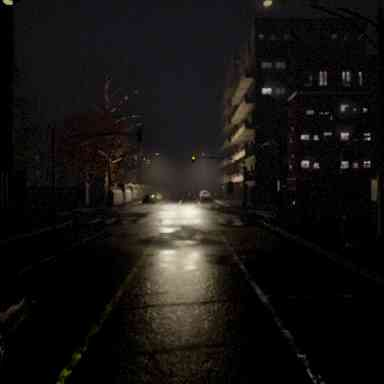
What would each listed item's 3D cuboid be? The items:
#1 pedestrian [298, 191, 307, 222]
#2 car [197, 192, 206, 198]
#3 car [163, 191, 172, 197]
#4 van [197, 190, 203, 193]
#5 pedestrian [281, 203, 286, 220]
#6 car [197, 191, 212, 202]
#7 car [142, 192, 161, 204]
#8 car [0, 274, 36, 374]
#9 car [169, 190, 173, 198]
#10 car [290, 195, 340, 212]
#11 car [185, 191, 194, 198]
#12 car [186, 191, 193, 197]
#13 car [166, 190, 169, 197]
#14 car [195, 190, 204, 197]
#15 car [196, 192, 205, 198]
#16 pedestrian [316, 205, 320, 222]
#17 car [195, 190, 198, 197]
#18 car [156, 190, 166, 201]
[{"bbox_3d":[6.866,0.912,20.385,0.375,1.860,0.375,0,0,0],"label":"pedestrian"},{"bbox_3d":[2.113,0.710,76.031,2.008,1.369,4.403,0,1,0],"label":"car"},{"bbox_3d":[-6.351,0.489,87.225,1.967,1.590,4.097,0,1,0],"label":"car"},{"bbox_3d":[2.243,0.673,59.140,1.690,1.788,3.998,0,1,0],"label":"van"},{"bbox_3d":[5.970,1.264,21.581,0.500,1.100,0.500,0,0,0],"label":"pedestrian"},{"bbox_3d":[2.285,0.936,53.511,1.887,1.381,4.507,0,1,0],"label":"car"},{"bbox_3d":[-6.052,1.019,47.818,1.947,1.339,4.313,0,1,0],"label":"car"},{"bbox_3d":[-3.117,1.517,2.379,2.033,1.411,5.357,0,1,0],"label":"car"},{"bbox_3d":[-6.309,0.544,81.597,1.967,1.590,4.097,0,1,0],"label":"car"},{"bbox_3d":[13.195,1.184,35.643,5.009,1.841,2.192,1,-1,-1],"label":"car"},{"bbox_3d":[-0.583,0.692,76.575,2.033,1.411,5.357,0,1,0],"label":"car"},{"bbox_3d":[-0.661,0.428,86.991,1.837,1.490,4.892,0,1,0],"label":"car"},{"bbox_3d":[-6.180,0.590,64.706,2.192,1.841,5.009,0,1,0],"label":"car"},{"bbox_3d":[2.029,0.363,87.288,2.192,1.841,5.009,0,1,0],"label":"car"},{"bbox_3d":[2.071,0.648,81.660,1.887,1.381,4.507,0,1,0],"label":"car"},{"bbox_3d":[7.975,1.320,20.997,0.500,1.100,0.500,0,0,0],"label":"pedestrian"},{"bbox_3d":[2.157,0.656,70.400,1.967,1.590,4.097,0,1,0],"label":"car"},{"bbox_3d":[-6.136,0.860,58.908,1.752,1.417,4.829,0,1,0],"label":"car"}]
